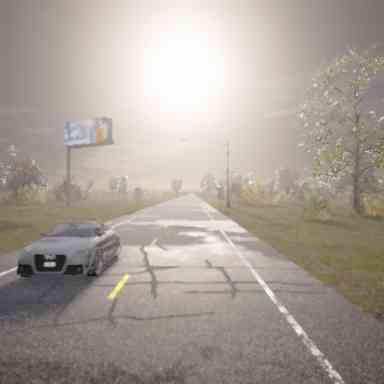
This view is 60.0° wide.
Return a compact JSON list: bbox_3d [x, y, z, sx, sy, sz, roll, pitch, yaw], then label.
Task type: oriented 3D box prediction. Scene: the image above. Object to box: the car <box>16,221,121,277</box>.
[{"bbox_3d":[-3.499,1.592,10.178,1.994,1.385,4.181,0,0,0],"label":"car"}]
